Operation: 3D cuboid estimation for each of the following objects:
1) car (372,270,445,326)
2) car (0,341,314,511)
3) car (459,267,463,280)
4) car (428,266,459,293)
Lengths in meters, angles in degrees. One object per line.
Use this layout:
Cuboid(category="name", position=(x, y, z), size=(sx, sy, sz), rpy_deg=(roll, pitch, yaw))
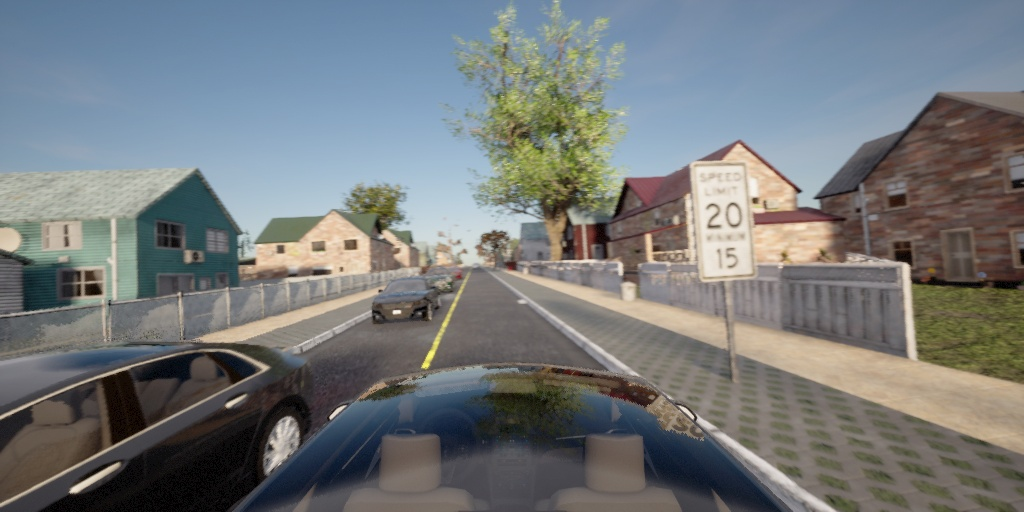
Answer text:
Cuboid(category="car", position=(-3.886, 1.540, 13.743), size=(1.882, 1.535, 5.008), rpy_deg=(-3, -1, -6))
Cuboid(category="car", position=(-3.022, 1.418, 1.918), size=(1.837, 1.490, 4.892), rpy_deg=(-3, 0, -1))
Cuboid(category="car", position=(-6.586, 1.934, 40.787), size=(1.882, 1.535, 5.008), rpy_deg=(-3, -1, -6))
Cuboid(category="car", position=(-4.999, 1.568, 24.504), size=(2.097, 1.767, 4.553), rpy_deg=(-3, 0, -6))
